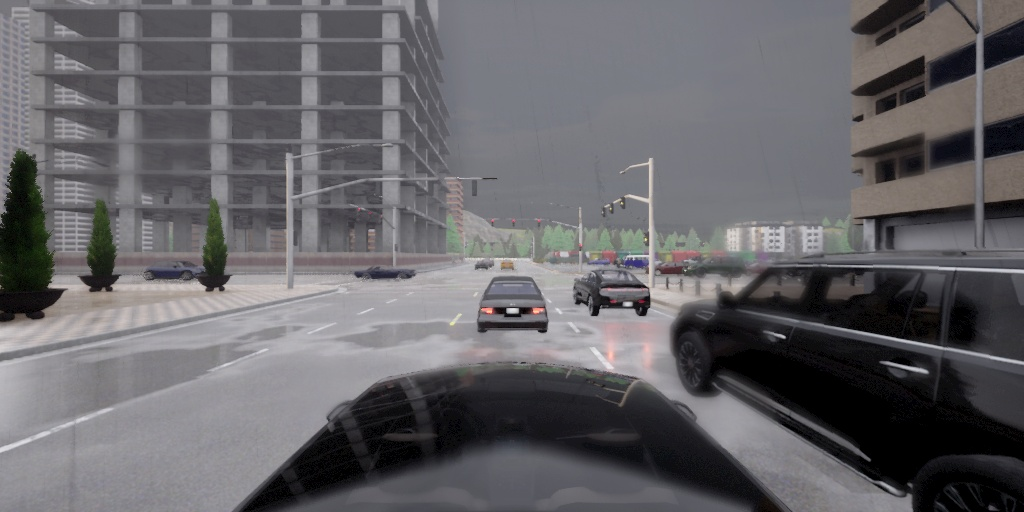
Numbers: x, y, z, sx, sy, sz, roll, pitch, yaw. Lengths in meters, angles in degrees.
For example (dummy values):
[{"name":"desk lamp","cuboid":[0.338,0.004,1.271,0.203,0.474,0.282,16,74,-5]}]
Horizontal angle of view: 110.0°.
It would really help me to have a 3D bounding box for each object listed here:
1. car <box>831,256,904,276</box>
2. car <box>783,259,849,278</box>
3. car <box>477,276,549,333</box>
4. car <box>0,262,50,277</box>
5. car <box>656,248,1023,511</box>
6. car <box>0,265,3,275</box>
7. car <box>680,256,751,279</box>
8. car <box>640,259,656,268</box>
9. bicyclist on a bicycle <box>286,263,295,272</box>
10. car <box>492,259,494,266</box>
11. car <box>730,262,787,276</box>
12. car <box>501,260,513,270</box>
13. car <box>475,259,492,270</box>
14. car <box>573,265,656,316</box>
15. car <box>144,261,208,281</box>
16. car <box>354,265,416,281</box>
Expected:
[{"name":"car","cuboid":[37.337,1.055,37.730,5.566,2.045,2.150,0,0,-1]},{"name":"car","cuboid":[28.870,1.181,34.166,4.553,1.767,2.097,0,0,0]},{"name":"car","cuboid":[0.020,1.304,10.723,2.033,1.411,5.357,0,0,0]},{"name":"car","cuboid":[-51.192,1.358,36.970,4.674,1.442,1.812,0,0,0]},{"name":"car","cuboid":[3.599,0.973,3.392,2.150,2.045,5.566,0,0,0]},{"name":"car","cuboid":[-50.837,1.307,33.470,5.008,1.535,1.882,0,0,0]},{"name":"car","cuboid":[19.229,1.051,34.090,5.566,2.045,2.150,0,0,0]},{"name":"car","cuboid":[16.511,1.310,37.568,5.008,1.535,1.882,0,0,0]},{"name":"bicyclist on a bicycle","cuboid":[-25.971,1.136,42.003,0.582,1.620,1.656,0,0,0]},{"name":"car","cuboid":[-4.528,1.273,63.063,1.882,1.535,5.008,0,0,0]},{"name":"car","cuboid":[25.821,1.358,37.633,4.674,1.442,1.812,0,0,0]},{"name":"car","cuboid":[-0.744,1.267,54.746,1.882,1.535,5.008,0,0,-1]},{"name":"car","cuboid":[-4.429,1.389,52.895,1.895,1.301,4.718,0,0,-1]},{"name":"car","cuboid":[3.495,1.250,13.305,2.128,1.511,4.902,0,0,0]},{"name":"car","cuboid":[-27.726,1.178,30.007,4.553,1.767,2.097,0,0,0]},{"name":"car","cuboid":[-10.556,1.410,30.146,4.718,1.301,1.895,0,0,0]}]
